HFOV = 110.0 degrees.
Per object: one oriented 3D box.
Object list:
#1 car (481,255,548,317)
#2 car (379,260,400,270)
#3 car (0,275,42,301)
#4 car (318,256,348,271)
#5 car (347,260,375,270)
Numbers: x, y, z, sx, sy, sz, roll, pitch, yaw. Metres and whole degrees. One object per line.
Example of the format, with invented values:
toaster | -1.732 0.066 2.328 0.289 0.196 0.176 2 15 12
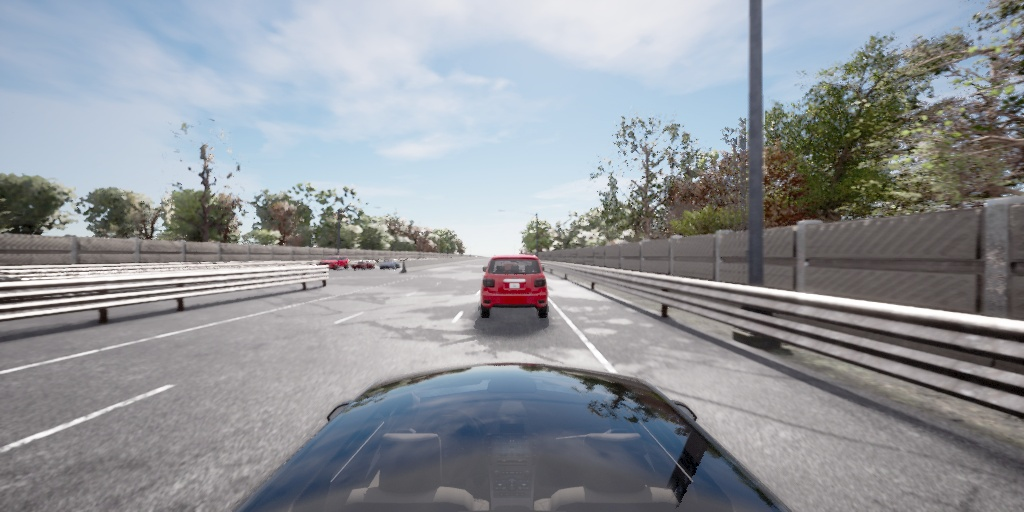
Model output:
car | 0.062 0.974 13.329 2.150 2.045 5.566 0 0 0
car | -18.114 1.331 53.134 1.994 1.385 4.181 0 0 -1
car | -17.873 1.258 10.821 1.837 1.490 4.892 0 0 1
car | -25.071 0.987 50.737 2.150 2.045 5.566 0 0 -1
car | -21.591 1.368 52.055 1.895 1.301 4.718 0 0 0
